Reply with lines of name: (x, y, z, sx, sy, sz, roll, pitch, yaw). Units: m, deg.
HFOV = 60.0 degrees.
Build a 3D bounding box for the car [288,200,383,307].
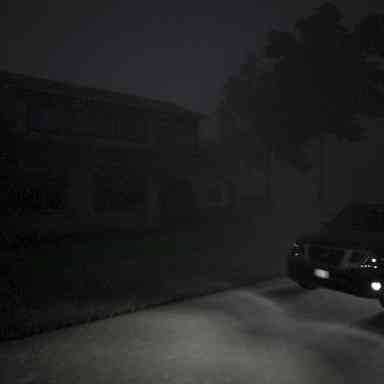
car: (4.750, 1.233, 8.100, 5.566, 2.045, 2.150, 0, 0, -36)
